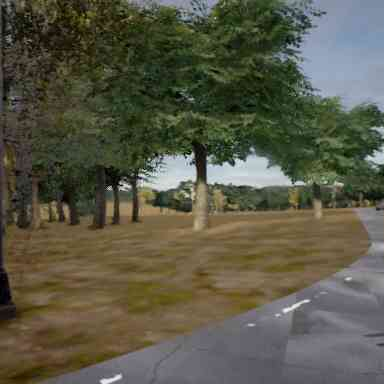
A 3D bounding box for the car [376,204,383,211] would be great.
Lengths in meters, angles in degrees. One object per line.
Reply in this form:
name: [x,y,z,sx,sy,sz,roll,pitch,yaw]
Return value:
car: [42.058,3.423,74.119,2.128,1.511,4.902,-2,-3,25]
